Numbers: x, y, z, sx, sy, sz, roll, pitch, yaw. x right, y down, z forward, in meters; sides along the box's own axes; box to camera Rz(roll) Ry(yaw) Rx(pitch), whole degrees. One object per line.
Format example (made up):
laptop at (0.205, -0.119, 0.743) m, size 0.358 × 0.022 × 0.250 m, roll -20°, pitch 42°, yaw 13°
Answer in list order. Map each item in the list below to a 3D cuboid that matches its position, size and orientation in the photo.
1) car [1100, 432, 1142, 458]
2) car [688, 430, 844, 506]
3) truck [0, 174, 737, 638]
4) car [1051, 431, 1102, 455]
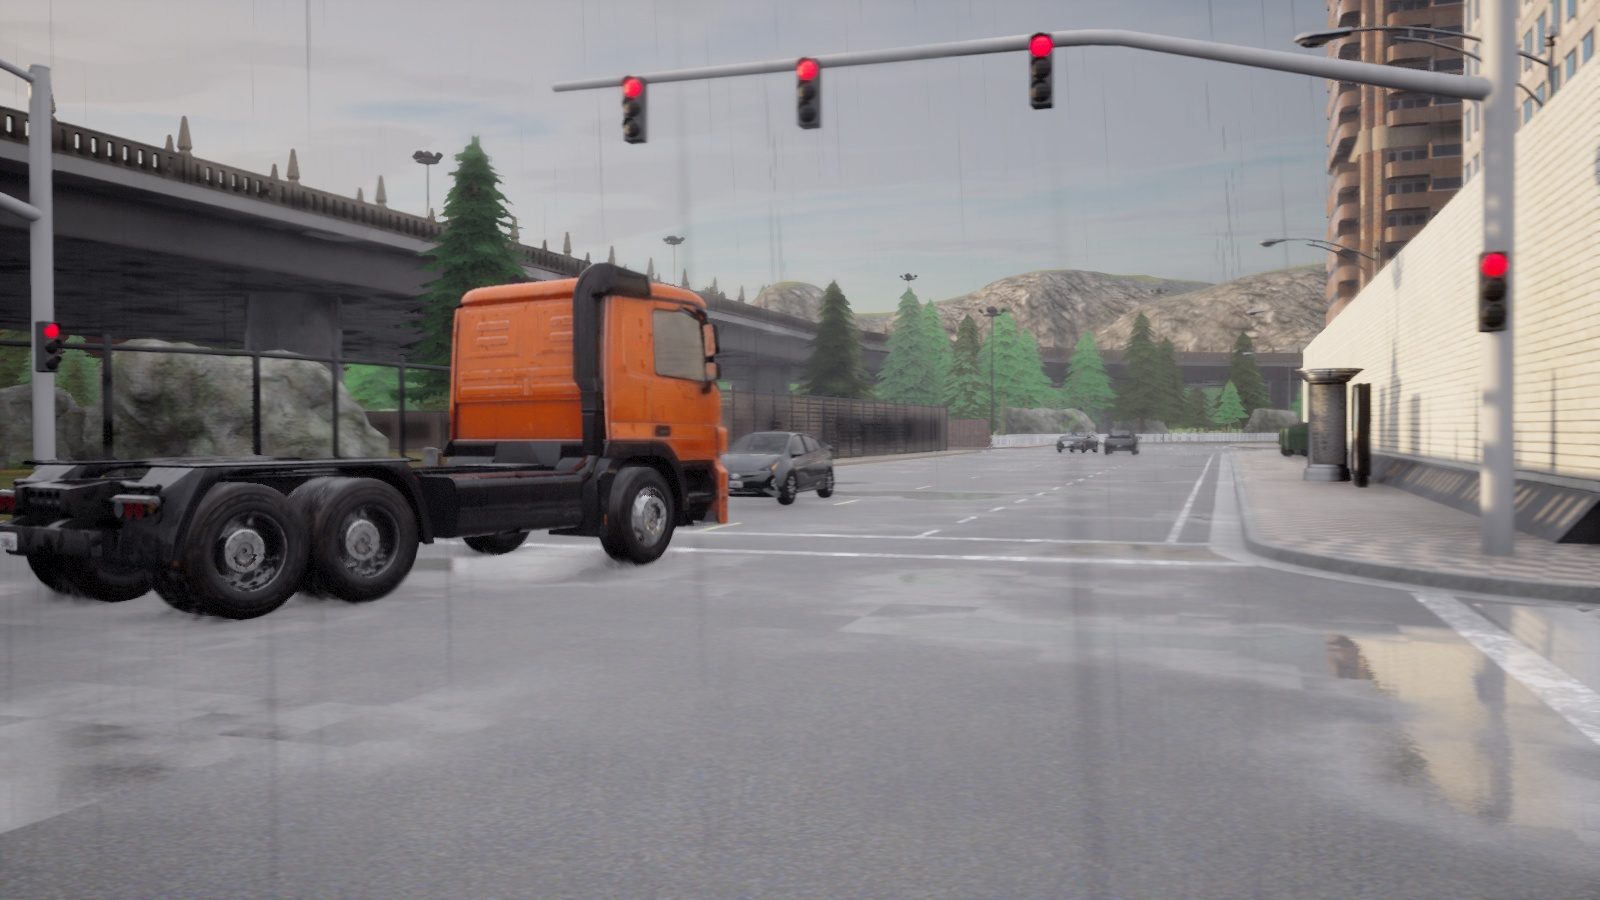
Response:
car at (19.594, -0.349, 76.466) m, size 2.128 × 1.511 × 4.902 m, roll 0°, pitch 1°, yaw 19°
car at (-0.635, 0.318, 27.708) m, size 2.007 × 1.525 × 4.514 m, roll 0°, pitch 1°, yaw 19°
truck at (-4.222, -0.384, 13.485) m, size 2.891 × 3.462 × 7.936 m, roll 1°, pitch 1°, yaw 34°
car at (18.440, -0.434, 83.572) m, size 2.128 × 1.511 × 4.902 m, roll 0°, pitch 0°, yaw 28°
